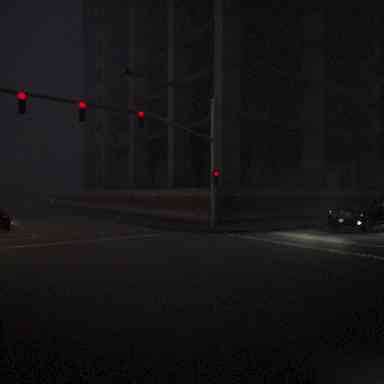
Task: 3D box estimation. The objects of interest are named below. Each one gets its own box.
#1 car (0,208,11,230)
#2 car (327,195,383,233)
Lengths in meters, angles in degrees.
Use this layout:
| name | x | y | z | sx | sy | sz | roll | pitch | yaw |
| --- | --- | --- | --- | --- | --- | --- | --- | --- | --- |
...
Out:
| name | x | y | z | sx | sy | sz | roll | pitch | yaw |
| --- | --- | --- | --- | --- | --- | --- | --- | --- | --- |
| car | -12.308 | 1.565 | 20.213 | 1.994 | 1.385 | 4.181 | 0 | 0 | -35 |
| car | 10.536 | 1.232 | 20.092 | 5.566 | 2.045 | 2.150 | 0 | 0 | -35 |
